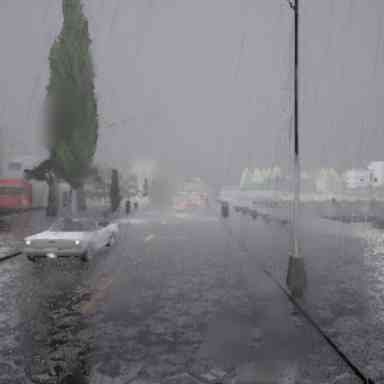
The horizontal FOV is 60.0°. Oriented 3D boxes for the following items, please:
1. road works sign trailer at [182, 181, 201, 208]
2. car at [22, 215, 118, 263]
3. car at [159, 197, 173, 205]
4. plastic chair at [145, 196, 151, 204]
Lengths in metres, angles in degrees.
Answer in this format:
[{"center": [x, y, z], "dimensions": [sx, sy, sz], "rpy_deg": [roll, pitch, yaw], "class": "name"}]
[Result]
[{"center": [-0.005, 0.291, 45.075], "dimensions": [2.380, 3.560, 2.880], "rpy_deg": [0, 0, 0], "class": "road works sign trailer"}, {"center": [-4.102, 1.554, 11.949], "dimensions": [1.895, 1.301, 4.718], "rpy_deg": [0, 0, 0], "class": "car"}, {"center": [-4.073, 1.398, 52.731], "dimensions": [1.895, 1.301, 4.718], "rpy_deg": [0, 0, 0], "class": "car"}, {"center": [-7.452, 1.290, 56.105], "dimensions": [0.730, 1.271, 0.750], "rpy_deg": [0, 0, -40], "class": "plastic chair"}]
